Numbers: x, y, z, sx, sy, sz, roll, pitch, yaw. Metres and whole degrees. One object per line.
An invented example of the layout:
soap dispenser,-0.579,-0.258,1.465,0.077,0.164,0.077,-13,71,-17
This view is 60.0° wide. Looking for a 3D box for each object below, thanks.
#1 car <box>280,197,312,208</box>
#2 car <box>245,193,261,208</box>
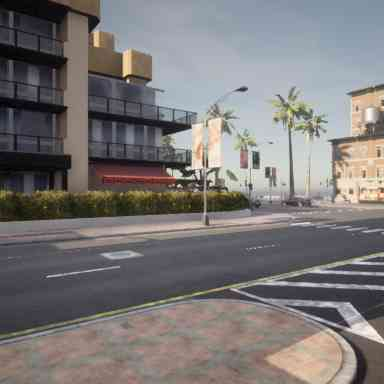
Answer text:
car,15.381,1.505,49.264,1.837,1.490,4.892,0,0,-35
car,7.432,1.221,48.077,2.150,2.045,5.566,0,0,-35
